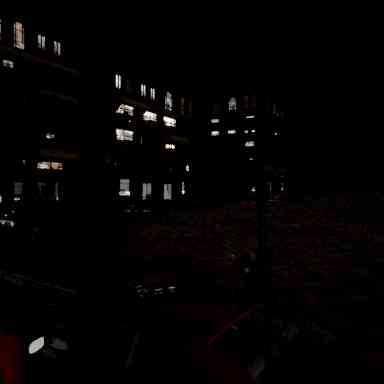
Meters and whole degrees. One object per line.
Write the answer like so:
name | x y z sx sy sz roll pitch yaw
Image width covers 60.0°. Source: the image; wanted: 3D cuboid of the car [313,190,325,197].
car | 28.898 0.259 75.639 1.882 1.535 5.008 1 1 35

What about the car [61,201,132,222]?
car | -6.698 1.329 23.730 1.947 1.339 4.313 2 2 35

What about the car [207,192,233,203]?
car | 4.251 0.810 49.612 1.812 1.442 4.674 1 1 35

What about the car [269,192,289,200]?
car | 16.010 0.662 61.032 1.895 1.301 4.718 1 1 35

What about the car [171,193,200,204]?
car | -0.886 0.910 46.809 1.947 1.339 4.313 2 2 35

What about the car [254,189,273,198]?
car | 14.988 0.228 69.681 2.192 1.841 5.009 2 2 35

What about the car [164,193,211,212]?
car | -0.350 1.133 32.880 1.887 1.381 4.507 2 2 35

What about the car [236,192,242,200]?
car | 8.636 0.651 60.536 1.947 1.339 4.313 2 2 35

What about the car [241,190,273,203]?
car | 9.173 0.877 46.608 2.008 1.369 4.403 2 2 35

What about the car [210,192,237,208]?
car | 2.824 1.051 37.456 2.008 1.369 4.403 2 2 35

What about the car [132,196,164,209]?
car | -4.940 1.136 36.443 1.895 1.301 4.718 1 1 35

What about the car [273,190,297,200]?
car | 15.619 0.676 55.899 1.752 1.417 4.829 2 2 35

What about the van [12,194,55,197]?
van | -13.581 1.036 28.500 1.690 1.788 3.998 2 2 35

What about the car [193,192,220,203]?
car | 2.288 0.808 51.384 2.008 1.369 4.403 2 2 35

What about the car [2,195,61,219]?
car | -11.915 1.276 26.362 2.033 1.411 5.357 1 1 36

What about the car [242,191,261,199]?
car | 11.714 0.527 64.971 1.752 1.417 4.829 2 2 35

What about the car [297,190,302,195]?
car | 27.682 0.116 87.990 1.887 1.381 4.507 2 2 35

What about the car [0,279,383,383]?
car | -0.314 1.544 3.089 4.507 1.381 1.887 0 0 36
